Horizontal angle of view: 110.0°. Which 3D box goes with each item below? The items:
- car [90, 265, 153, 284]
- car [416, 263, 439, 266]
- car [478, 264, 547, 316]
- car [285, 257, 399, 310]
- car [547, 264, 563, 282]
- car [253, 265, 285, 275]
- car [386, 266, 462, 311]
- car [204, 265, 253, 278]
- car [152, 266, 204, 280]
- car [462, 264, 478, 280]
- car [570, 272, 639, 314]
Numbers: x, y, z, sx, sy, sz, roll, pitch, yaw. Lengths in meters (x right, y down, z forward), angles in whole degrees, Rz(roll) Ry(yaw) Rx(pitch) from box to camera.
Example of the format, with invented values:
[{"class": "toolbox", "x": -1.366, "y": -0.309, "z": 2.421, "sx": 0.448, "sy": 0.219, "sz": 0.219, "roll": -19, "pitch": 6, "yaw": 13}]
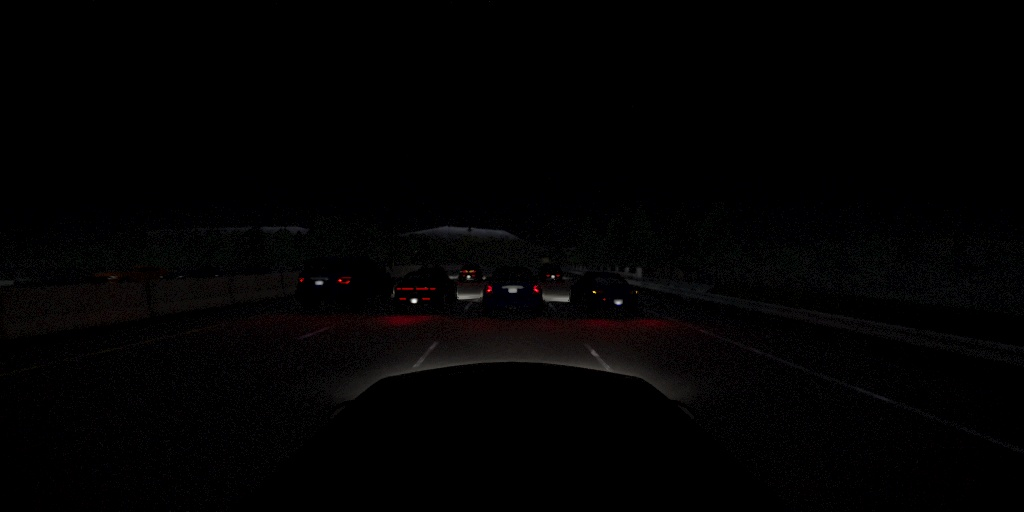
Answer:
[{"class": "car", "x": -28.267, "y": 1.458, "z": 26.917, "sx": 1.882, "sy": 1.535, "sz": 5.008, "roll": 0, "pitch": 0, "yaw": 0}, {"class": "car", "x": -7.107, "y": 1.477, "z": 32.045, "sx": 2.128, "sy": 1.511, "sz": 4.902, "roll": 0, "pitch": 0, "yaw": 0}, {"class": "car", "x": 0.016, "y": 1.193, "z": 14.082, "sx": 2.097, "sy": 1.767, "sz": 4.553, "roll": 0, "pitch": 0, "yaw": 0}, {"class": "car", "x": -6.991, "y": 1.085, "z": 15.648, "sx": 2.150, "sy": 2.045, "sz": 5.566, "roll": 0, "pitch": 0, "yaw": 0}, {"class": "car", "x": 3.392, "y": 1.475, "z": 32.179, "sx": 1.837, "sy": 1.490, "sz": 4.892, "roll": 0, "pitch": 0, "yaw": 0}, {"class": "car", "x": -17.777, "y": 1.500, "z": 28.389, "sx": 1.812, "sy": 1.442, "sz": 4.674, "roll": 0, "pitch": 0, "yaw": 0}, {"class": "car", "x": -3.489, "y": 1.360, "z": 15.157, "sx": 1.837, "sy": 1.490, "sz": 4.892, "roll": 0, "pitch": 0, "yaw": 0}, {"class": "car", "x": -21.278, "y": 1.475, "z": 28.687, "sx": 2.128, "sy": 1.511, "sz": 4.902, "roll": 0, "pitch": -1, "yaw": 0}, {"class": "car", "x": -24.774, "y": 1.509, "z": 28.094, "sx": 1.812, "sy": 1.442, "sz": 4.674, "roll": 0, "pitch": 0, "yaw": 0}, {"class": "car", "x": -3.607, "y": 1.485, "z": 32.126, "sx": 1.837, "sy": 1.490, "sz": 4.892, "roll": 0, "pitch": 0, "yaw": 0}, {"class": "car", "x": 3.509, "y": 1.363, "z": 14.186, "sx": 1.812, "sy": 1.442, "sz": 4.674, "roll": 0, "pitch": 0, "yaw": 0}]
